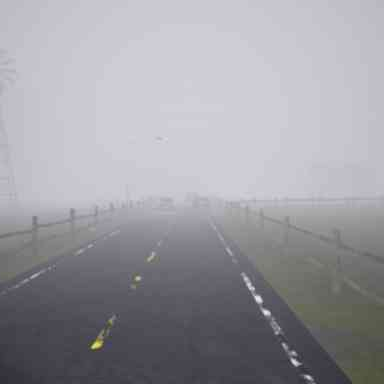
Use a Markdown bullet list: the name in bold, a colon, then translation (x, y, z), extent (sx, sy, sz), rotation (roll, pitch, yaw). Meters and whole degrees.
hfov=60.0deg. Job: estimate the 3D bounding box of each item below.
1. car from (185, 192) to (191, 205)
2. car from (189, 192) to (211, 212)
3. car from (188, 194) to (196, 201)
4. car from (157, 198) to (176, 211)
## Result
- **car**: translation (0.001, 1.022, 55.010), extent (2.150, 2.045, 5.566), rotation (0, 0, 0)
- **car**: translation (0.963, 1.213, 36.030), extent (2.097, 1.767, 4.553), rotation (0, 0, 0)
- **car**: translation (0.003, 1.136, 69.683), extent (1.812, 1.442, 4.674), rotation (0, 0, 0)
- **car**: translation (-2.840, 1.380, 38.205), extent (1.812, 1.442, 4.674), rotation (0, 0, 0)
